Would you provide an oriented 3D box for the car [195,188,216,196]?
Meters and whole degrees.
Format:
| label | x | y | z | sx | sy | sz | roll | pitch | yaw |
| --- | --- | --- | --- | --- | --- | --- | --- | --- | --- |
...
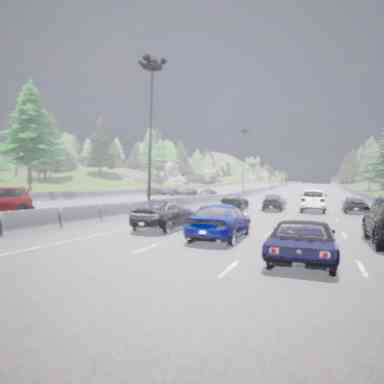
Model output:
| label | x | y | z | sx | sy | sz | roll | pitch | yaw |
| --- | --- | --- | --- | --- | --- | --- | --- | --- | --- |
| car | 2.747 | 0.104 | 58.129 | 2.128 | 1.511 | 4.902 | 1 | 2 | 21 |

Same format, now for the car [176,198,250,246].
| label | x | y | z | sx | sy | sz | roll | pitch | yaw |
| --- | --- | --- | --- | --- | --- | --- | --- | --- | --- |
| car | 1.248 | 1.280 | 14.411 | 1.882 | 1.535 | 5.008 | 1 | 1 | 21 |

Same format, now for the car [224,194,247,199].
| label | x | y | z | sx | sy | sz | roll | pitch | yaw |
| --- | --- | --- | --- | --- | --- | --- | --- | --- | --- |
| car | 4.150 | 0.931 | 31.915 | 1.882 | 1.535 | 5.008 | 1 | 2 | 21 |

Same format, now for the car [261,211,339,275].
| label | x | y | z | sx | sy | sz | roll | pitch | yaw |
| --- | --- | --- | --- | --- | --- | --- | --- | --- | --- |
| car | 3.440 | 1.517 | 10.352 | 1.895 | 1.301 | 4.718 | 1 | 1 | 21 |

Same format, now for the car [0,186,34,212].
| label | x | y | z | sx | sy | sz | roll | pitch | yaw |
| --- | --- | --- | --- | --- | --- | --- | --- | --- | --- |
| car | -12.018 | 0.696 | 19.496 | 2.150 | 2.045 | 5.566 | 1 | 1 | 21 |

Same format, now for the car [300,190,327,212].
| label | x | y | z | sx | sy | sz | roll | pitch | yaw |
| --- | --- | --- | --- | --- | --- | --- | --- | --- | --- |
| car | 11.292 | 0.805 | 30.987 | 2.150 | 2.045 | 5.566 | 1 | 2 | 21 |

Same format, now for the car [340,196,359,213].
| label | x | y | z | sx | sy | sz | roll | pitch | yaw |
| --- | --- | --- | --- | --- | --- | --- | --- | --- | --- |
| car | 14.866 | 1.151 | 30.562 | 1.837 | 1.490 | 4.892 | 1 | 2 | 21 |

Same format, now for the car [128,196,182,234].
| label | x | y | z | sx | sy | sz | roll | pitch | yaw |
| --- | --- | --- | --- | --- | --- | --- | --- | --- | --- |
| car | -1.426 | 1.194 | 17.217 | 2.128 | 1.511 | 4.902 | 1 | 1 | 21 |

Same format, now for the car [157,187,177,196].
| label | x | y | z | sx | sy | sz | roll | pitch | yaw |
| --- | --- | --- | --- | --- | --- | --- | --- | --- | --- |
| car | -3.776 | 0.000 | 60.611 | 2.033 | 1.411 | 5.357 | 1 | 2 | 22 |

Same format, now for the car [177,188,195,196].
| label | x | y | z | sx | sy | sz | roll | pitch | yaw |
| --- | --- | --- | --- | --- | --- | --- | --- | --- | --- |
| car | -0.445 | 0.004 | 59.555 | 1.882 | 1.535 | 5.008 | 1 | 2 | 21 |

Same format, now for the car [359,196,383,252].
| label | x | y | z | sx | sy | sz | roll | pitch | yaw |
| --- | --- | --- | --- | --- | --- | --- | --- | --- | --- |
| car | 8.293 | 1.169 | 13.286 | 2.150 | 2.045 | 5.566 | 1 | 1 | 21 |

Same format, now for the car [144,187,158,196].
| label | x | y | z | sx | sy | sz | roll | pitch | yaw |
| --- | --- | --- | --- | --- | --- | --- | --- | --- | --- |
| car | -7.069 | -0.124 | 61.791 | 1.837 | 1.490 | 4.892 | 1 | 2 | 21 |

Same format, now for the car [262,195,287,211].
| label | x | y | z | sx | sy | sz | roll | pitch | yaw |
| --- | --- | --- | --- | --- | --- | --- | --- | --- | --- |
| car | 7.910 | 1.014 | 31.959 | 1.837 | 1.490 | 4.892 | 1 | 2 | 21 |
